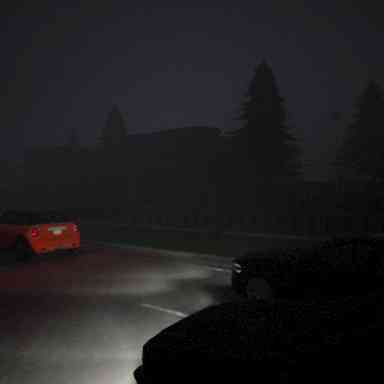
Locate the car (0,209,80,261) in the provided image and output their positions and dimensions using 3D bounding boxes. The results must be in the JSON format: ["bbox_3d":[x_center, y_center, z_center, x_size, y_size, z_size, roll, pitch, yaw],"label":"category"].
[{"bbox_3d":[-6.443,1.435,12.889,4.553,1.767,2.097,-1,0,36],"label":"car"}]

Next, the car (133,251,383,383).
[{"bbox_3d":[2.016,1.546,2.557,5.357,1.411,2.033,0,0,35],"label":"car"}]

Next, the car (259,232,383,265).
[{"bbox_3d":[3.119,1.483,6.071,5.008,1.535,1.882,0,0,36],"label":"car"}]
